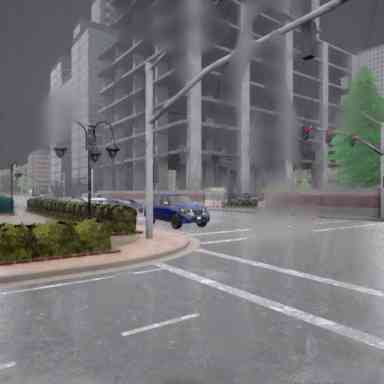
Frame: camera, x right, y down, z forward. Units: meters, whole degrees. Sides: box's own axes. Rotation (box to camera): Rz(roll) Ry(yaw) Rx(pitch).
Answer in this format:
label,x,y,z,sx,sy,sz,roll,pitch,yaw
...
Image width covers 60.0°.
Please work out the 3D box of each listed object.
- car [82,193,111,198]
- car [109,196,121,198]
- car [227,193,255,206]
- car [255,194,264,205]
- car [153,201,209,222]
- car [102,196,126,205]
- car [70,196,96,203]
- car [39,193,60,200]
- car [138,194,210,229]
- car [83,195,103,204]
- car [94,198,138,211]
label,x,y,z,sx,sy,sz,roll,pitch,yaw
car,-13.037,1.166,44.023,2.150,2.045,5.566,0,0,-36
car,-6.917,1.470,35.596,1.812,1.442,4.674,0,0,-36
car,7.080,1.114,50.644,1.905,1.878,3.866,0,0,-36
car,9.469,1.114,52.359,1.905,1.878,3.866,0,0,-36
car,-1.053,1.492,27.503,2.033,1.411,5.357,0,0,-36
car,-13.356,1.436,56.684,2.128,1.511,4.902,0,0,-36
car,-13.002,1.470,38.013,1.812,1.442,4.674,0,0,-36
car,-21.234,1.167,49.433,2.150,2.045,5.566,0,0,-35
car,-1.154,1.166,21.707,2.150,2.045,5.566,0,0,-35
car,-19.461,1.436,65.094,2.128,1.511,4.902,0,0,-36
car,-6.703,1.508,29.305,1.994,1.385,4.181,0,0,-37
